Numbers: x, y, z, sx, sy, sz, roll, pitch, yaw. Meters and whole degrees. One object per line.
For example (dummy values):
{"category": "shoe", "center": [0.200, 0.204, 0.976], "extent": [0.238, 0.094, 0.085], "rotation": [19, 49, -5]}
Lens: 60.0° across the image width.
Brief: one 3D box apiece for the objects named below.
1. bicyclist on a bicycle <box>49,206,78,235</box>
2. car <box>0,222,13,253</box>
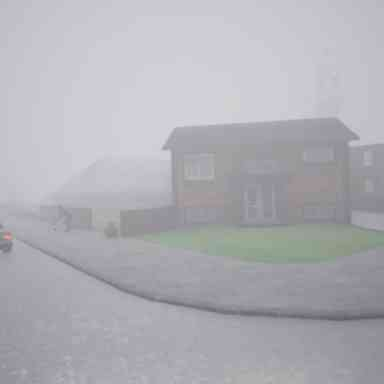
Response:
{"category": "bicyclist on a bicycle", "center": [-7.333, 1.623, 19.013], "extent": [1.656, 1.620, 0.582], "rotation": [-2, 0, -37]}
{"category": "car", "center": [-9.164, 1.879, 14.514], "extent": [2.033, 1.411, 5.357], "rotation": [-2, 0, -37]}
